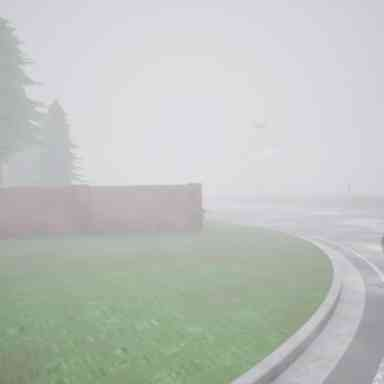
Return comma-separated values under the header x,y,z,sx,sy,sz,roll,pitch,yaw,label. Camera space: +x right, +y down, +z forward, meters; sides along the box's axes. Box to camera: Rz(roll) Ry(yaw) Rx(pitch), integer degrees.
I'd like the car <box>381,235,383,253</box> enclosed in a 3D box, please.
x,y,z,sx,sy,sz,roll,pitch,yaw,label
6.898,1.400,9.457,1.994,1.385,4.181,-1,0,18,car
